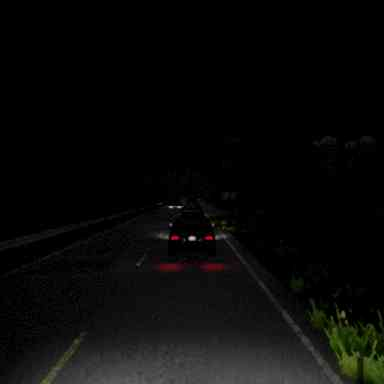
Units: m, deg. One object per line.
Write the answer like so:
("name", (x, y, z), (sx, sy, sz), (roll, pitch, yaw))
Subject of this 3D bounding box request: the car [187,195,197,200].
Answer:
("car", (0.013, 1.769, 77.831), (2.150, 2.045, 5.566), (0, -1, 0))

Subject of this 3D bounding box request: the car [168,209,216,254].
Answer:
("car", (0.003, 1.679, 13.992), (2.033, 1.411, 5.357), (0, -1, 0))

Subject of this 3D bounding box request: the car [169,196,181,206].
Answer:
("car", (-3.488, 1.880, 69.847), (2.150, 2.045, 5.566), (0, -1, 0))

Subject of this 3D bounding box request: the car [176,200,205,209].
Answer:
("car", (0.080, 1.767, 29.279), (2.128, 1.511, 4.902), (0, 0, 3))
